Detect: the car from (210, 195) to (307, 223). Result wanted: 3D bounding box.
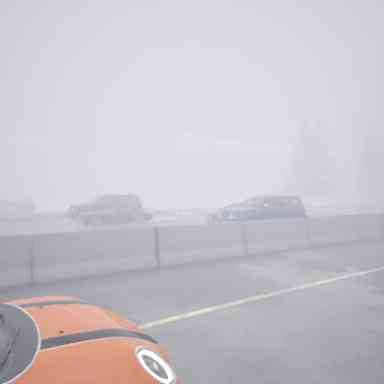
[{"bbox_3d":[4.119,1.199,19.109,5.566,2.045,2.150,0,0,-30],"label":"car"}]

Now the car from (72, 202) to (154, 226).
[{"bbox_3d":[-5.016,1.560,21.686,4.718,1.301,1.895,0,0,-33],"label":"car"}]

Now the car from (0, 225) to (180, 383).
[{"bbox_3d":[-2.252,1.345,2.090,4.553,1.767,2.097,0,0,-37],"label":"car"}]

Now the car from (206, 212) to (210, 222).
[{"bbox_3d":[3.257,1.476,22.624,4.892,1.490,1.837,0,0,-30],"label":"car"}]

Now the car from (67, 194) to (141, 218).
[{"bbox_3d":[-6.373,1.174,24.964,5.566,2.045,2.150,0,0,-33],"label":"car"}]
